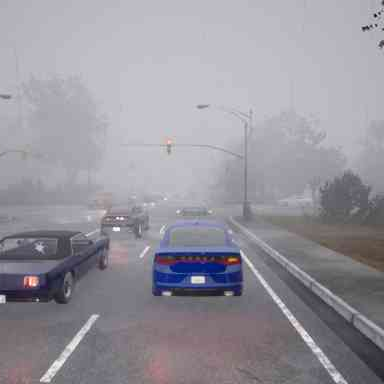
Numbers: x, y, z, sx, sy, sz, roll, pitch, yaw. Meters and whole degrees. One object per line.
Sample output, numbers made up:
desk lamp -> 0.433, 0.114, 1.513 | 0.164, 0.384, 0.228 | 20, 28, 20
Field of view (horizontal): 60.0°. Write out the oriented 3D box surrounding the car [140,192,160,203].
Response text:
car -> -7.006, 1.126, 55.524 | 1.994, 1.385, 4.181 | 0, 1, 0

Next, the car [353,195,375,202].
car -> 22.478, 1.174, 43.329 | 4.892, 1.490, 1.837 | 0, 1, -3

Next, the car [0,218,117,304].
car -> -3.387, 1.573, 8.044 | 1.895, 1.301, 4.718 | 0, 0, 0

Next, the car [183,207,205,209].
car -> 0.126, 1.458, 17.572 | 1.994, 1.385, 4.181 | 0, 0, 0

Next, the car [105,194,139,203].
car -> -7.048, 1.229, 33.955 | 1.882, 1.535, 5.008 | 0, 0, 0

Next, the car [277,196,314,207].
car -> 13.290, 1.200, 42.822 | 4.674, 1.442, 1.812 | 0, 1, -3

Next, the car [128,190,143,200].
car -> -10.493, 0.889, 58.559 | 2.097, 1.767, 4.553 | 0, 0, 0

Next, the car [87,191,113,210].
car -> -10.538, 0.930, 39.001 | 2.150, 2.045, 5.566 | 0, 0, 0

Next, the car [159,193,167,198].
car -> -7.249, 0.830, 83.343 | 1.895, 1.301, 4.718 | 0, 1, -2

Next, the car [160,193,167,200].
car -> -6.927, 0.902, 69.232 | 1.882, 1.535, 5.008 | 0, 1, 0

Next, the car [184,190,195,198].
car -> -0.340, 0.419, 85.464 | 2.150, 2.045, 5.566 | 0, 1, -4

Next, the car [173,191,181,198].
car -> -3.836, 0.737, 85.329 | 2.033, 1.411, 5.357 | 0, 1, -4

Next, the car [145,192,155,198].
car -> -10.930, 0.698, 86.811 | 2.128, 1.511, 4.902 | 0, 1, -3

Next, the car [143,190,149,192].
car -> -10.455, 0.618, 71.804 | 2.150, 2.045, 5.566 | 0, 1, 0

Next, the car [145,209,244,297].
car -> 0.114, 1.446, 8.591 | 1.882, 1.535, 5.008 | 0, 0, 0

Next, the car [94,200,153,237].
car -> -3.373, 1.402, 17.296 | 1.837, 1.490, 4.892 | 0, 0, 0
